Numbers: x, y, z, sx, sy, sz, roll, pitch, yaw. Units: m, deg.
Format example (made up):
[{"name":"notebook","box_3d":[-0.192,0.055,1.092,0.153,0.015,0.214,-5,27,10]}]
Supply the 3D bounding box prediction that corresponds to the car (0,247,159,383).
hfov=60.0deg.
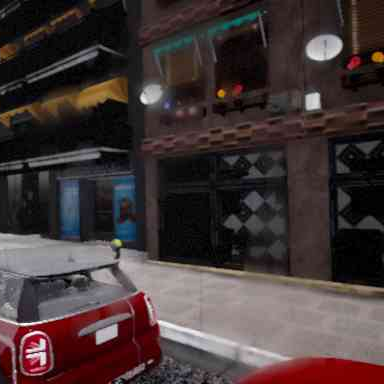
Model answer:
[{"name":"car","box_3d":[-2.440,1.473,4.492,4.097,1.590,1.967,-1,-2,35]}]

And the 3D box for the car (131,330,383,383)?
[{"name":"car","box_3d":[2.061,1.537,1.274,4.507,1.381,1.887,-1,-2,35]}]
